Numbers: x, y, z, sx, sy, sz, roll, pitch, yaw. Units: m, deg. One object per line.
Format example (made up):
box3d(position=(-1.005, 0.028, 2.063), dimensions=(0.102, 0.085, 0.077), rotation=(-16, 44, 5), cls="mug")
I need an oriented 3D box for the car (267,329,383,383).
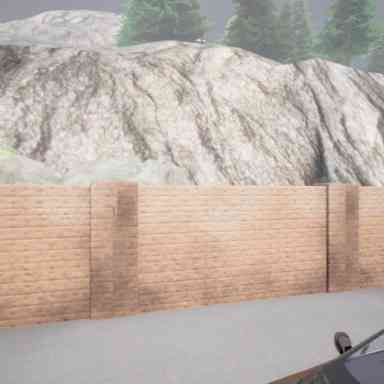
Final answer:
box3d(position=(2.148, 1.492, 1.920), dimensions=(4.902, 1.511, 2.128), rotation=(0, 0, -18), cls="car")
